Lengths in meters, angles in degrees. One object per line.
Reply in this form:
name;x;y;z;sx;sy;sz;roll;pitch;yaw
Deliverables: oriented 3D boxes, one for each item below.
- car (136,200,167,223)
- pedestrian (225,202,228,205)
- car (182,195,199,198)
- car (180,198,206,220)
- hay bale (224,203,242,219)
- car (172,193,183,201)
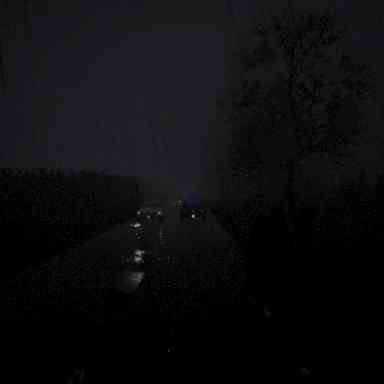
car;-2.854;1.347;24.132;1.812;1.442;4.674;0;0;0
pedestrian;2.819;1.379;26.776;0.375;1.300;0.375;0;1;0
car;0.093;1.156;41.448;1.882;1.535;5.008;0;1;0
car;0.096;1.409;25.807;1.895;1.301;4.718;0;0;0
hay bale;3.123;1.465;25.655;1.220;1.180;1.240;0;1;0
car;-2.782;0.957;65.265;2.128;1.511;4.902;0;1;1
